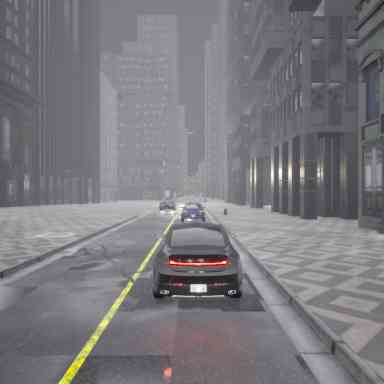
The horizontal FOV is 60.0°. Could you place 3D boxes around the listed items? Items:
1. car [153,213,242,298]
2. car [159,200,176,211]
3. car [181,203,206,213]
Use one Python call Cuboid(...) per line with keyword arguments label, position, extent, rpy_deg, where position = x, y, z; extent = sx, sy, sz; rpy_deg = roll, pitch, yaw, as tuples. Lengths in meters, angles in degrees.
Cuboid(label="car", position=(0.105, 1.508, 8.483), extent=(1.837, 1.490, 4.892), rpy_deg=(0, 0, 0))
Cuboid(label="car", position=(-3.083, 1.687, 42.516), extent=(1.994, 1.385, 4.181), rpy_deg=(0, 0, 0))
Cuboid(label="car", position=(0.100, 1.556, 26.329), extent=(1.812, 1.442, 4.674), rpy_deg=(0, 0, 0))
